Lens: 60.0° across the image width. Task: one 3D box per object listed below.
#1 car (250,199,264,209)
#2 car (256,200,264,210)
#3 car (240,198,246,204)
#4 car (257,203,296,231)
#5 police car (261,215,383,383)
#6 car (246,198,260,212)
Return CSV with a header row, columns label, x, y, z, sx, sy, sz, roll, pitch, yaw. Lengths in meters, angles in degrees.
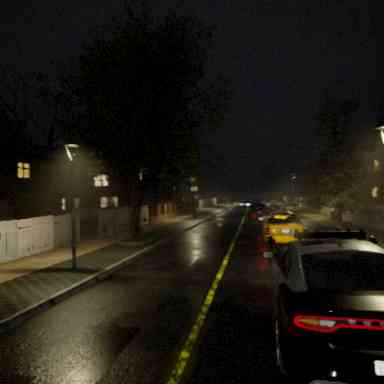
label,x,y,z,sx,sy,sz,roll,pitch,yaw
car,10.660,1.878,54.772,2.033,1.411,5.357,-2,-1,11
car,5.243,1.565,21.405,1.801,1.575,5.366,-2,-1,11
car,12.871,2.154,81.485,1.895,1.301,4.718,-2,-1,11
car,4.138,1.526,15.508,1.801,1.575,5.366,-2,-1,11
police car,2.280,1.431,5.598,1.930,1.638,5.238,-2,-1,11
car,8.316,1.750,42.135,2.128,1.511,4.902,-2,-1,11
